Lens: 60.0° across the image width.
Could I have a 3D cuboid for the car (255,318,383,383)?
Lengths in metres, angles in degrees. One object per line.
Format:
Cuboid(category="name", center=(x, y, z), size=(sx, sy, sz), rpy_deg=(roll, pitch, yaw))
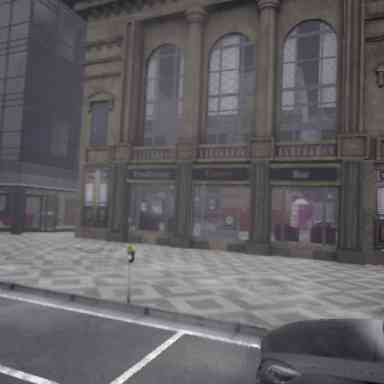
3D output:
Cuboid(category="car", center=(2.977, 1.849, 3.161), size=(4.674, 1.442, 1.812), rpy_deg=(1, -3, 23))
